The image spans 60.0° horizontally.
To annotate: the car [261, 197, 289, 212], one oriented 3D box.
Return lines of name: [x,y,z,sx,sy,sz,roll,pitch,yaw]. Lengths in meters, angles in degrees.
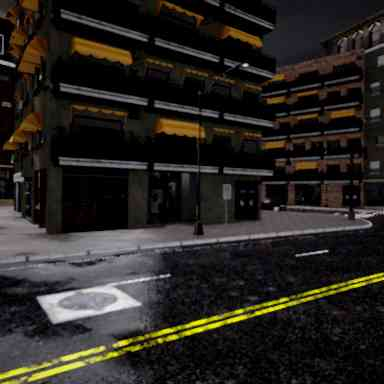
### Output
car: [7.874,1.326,34.666,4.403,1.369,2.008,2,-1,38]

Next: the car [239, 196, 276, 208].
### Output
car: [8.740,1.277,44.648,4.403,1.369,2.008,2,-1,38]
